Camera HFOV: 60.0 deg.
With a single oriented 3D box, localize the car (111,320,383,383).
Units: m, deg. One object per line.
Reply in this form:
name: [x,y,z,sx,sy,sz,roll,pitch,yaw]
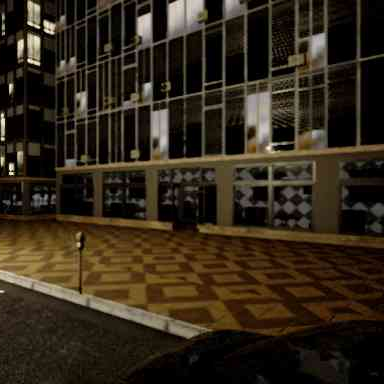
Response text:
car: [1.239,1.566,1.990,4.313,1.339,1.947,0,0,36]
